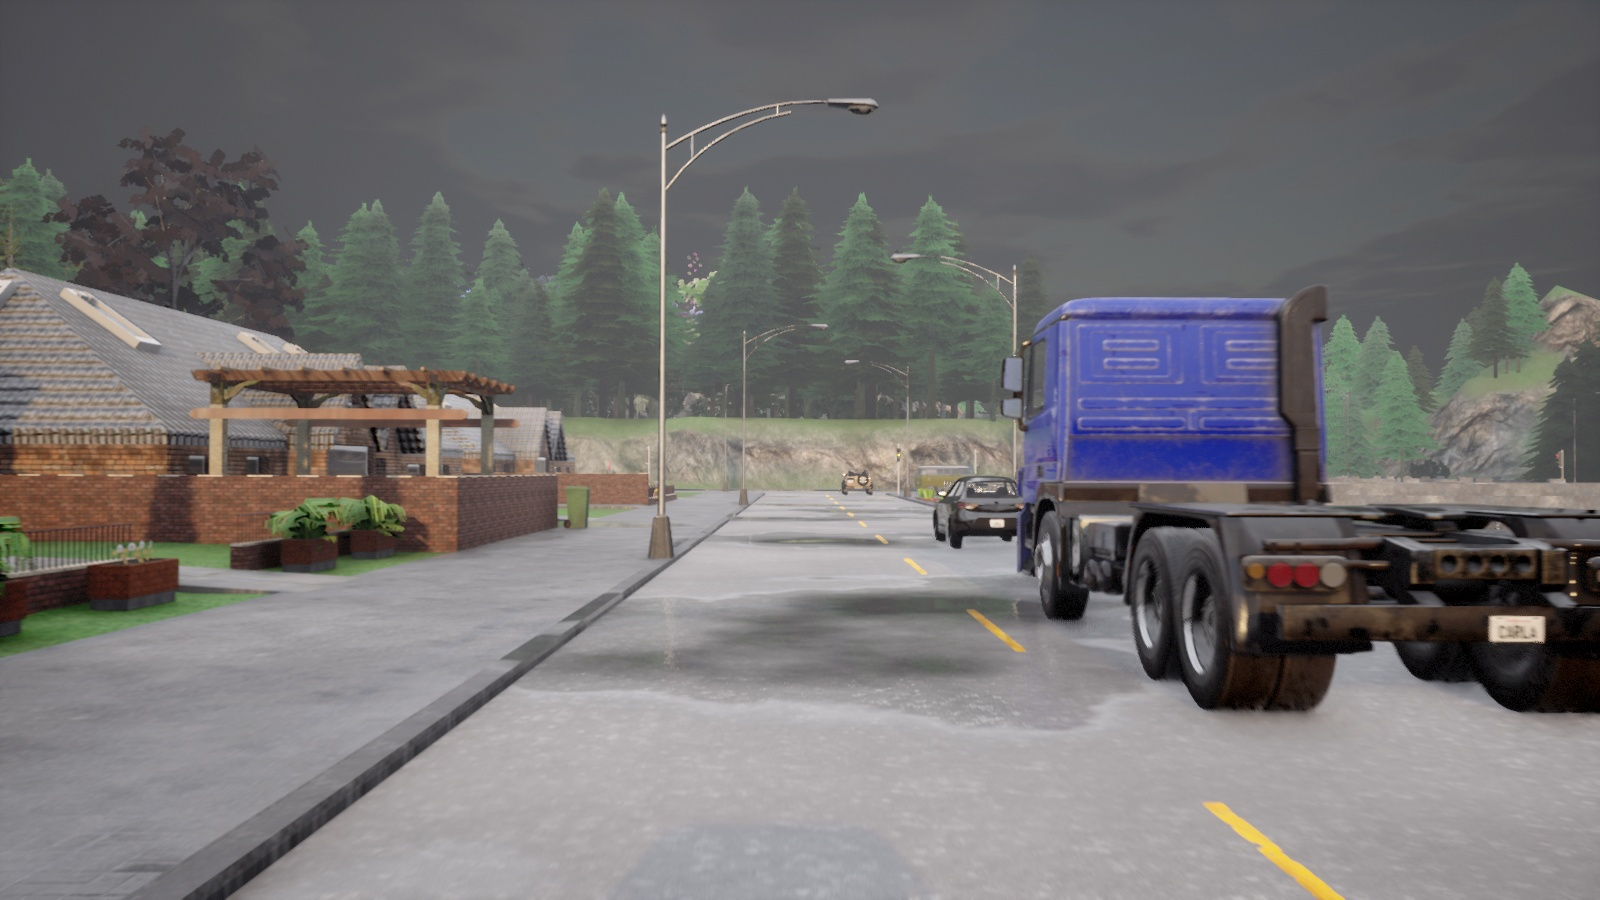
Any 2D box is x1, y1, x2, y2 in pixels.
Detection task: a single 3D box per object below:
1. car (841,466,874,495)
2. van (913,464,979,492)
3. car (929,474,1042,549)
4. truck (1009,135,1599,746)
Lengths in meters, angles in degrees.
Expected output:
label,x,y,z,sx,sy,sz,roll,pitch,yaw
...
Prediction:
label,x,y,z,sx,sy,sz,roll,pitch,yaw
car,3.800,2.020,83.827,1.932,1.855,4.605,0,-1,0
van,10.755,2.072,92.477,4.442,1.987,1.775,0,-1,-13
car,3.936,1.269,27.243,1.816,1.474,4.193,0,-1,0
truck,3.970,0.003,11.103,2.891,3.462,7.936,0,-1,0
